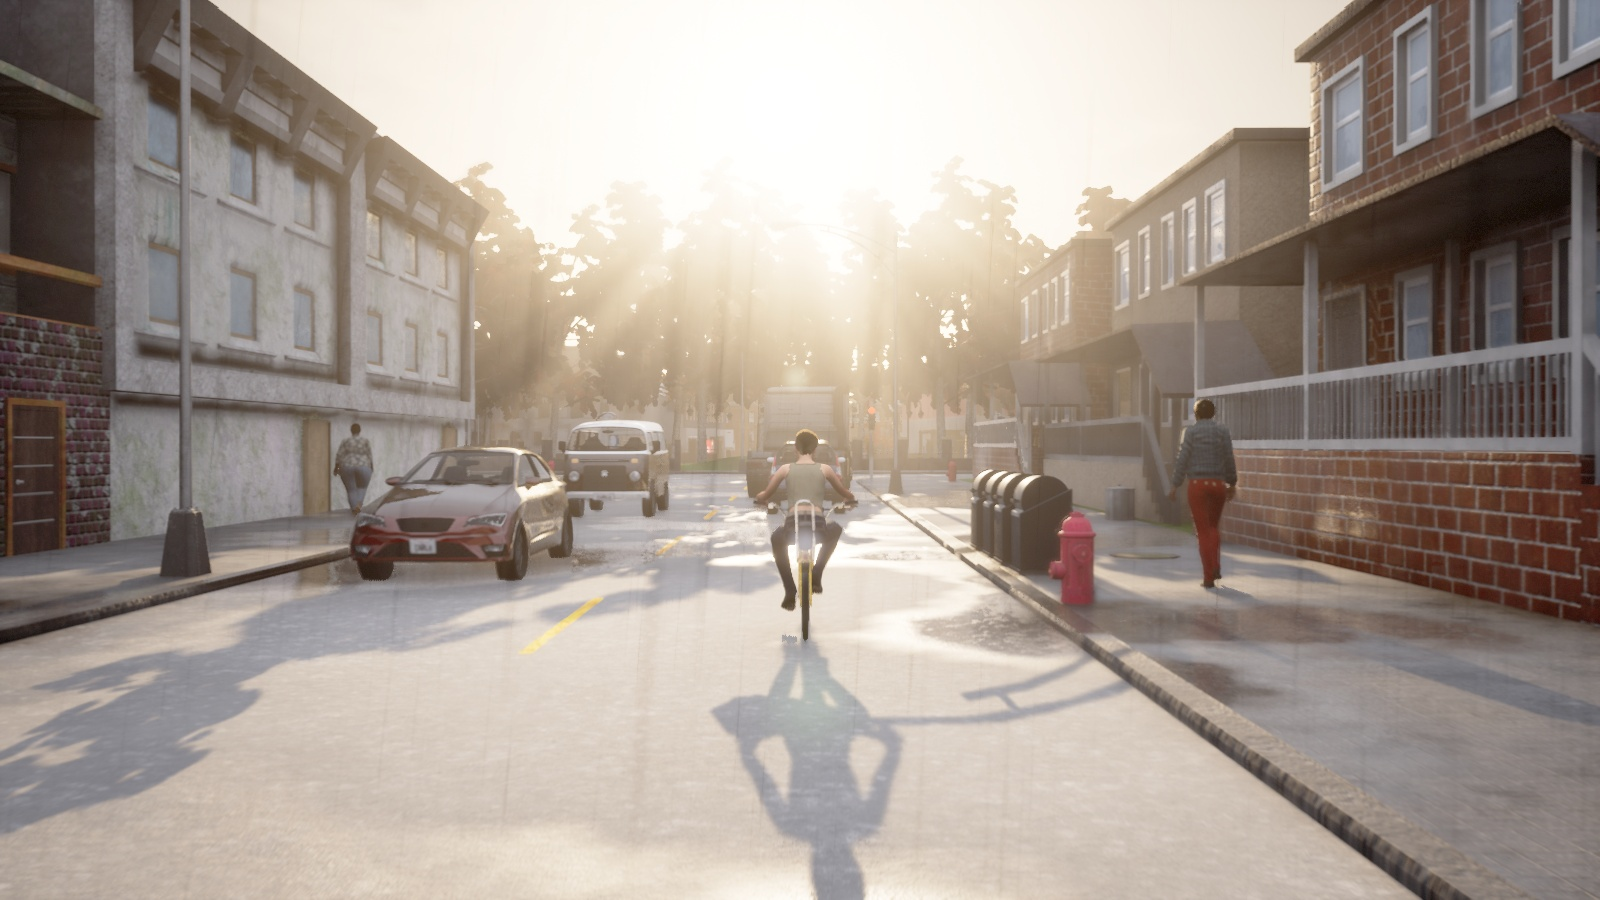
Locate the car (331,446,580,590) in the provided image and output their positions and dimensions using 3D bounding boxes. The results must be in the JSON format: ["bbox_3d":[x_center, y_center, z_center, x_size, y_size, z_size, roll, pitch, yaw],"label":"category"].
[{"bbox_3d":[-3.919,0.695,15.029,1.816,1.474,4.193,0,0,0],"label":"car"}]

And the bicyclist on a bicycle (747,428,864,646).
[{"bbox_3d":[0.047,0.642,10.052,0.866,1.612,1.509,0,0,1],"label":"bicyclist on a bicycle"}]

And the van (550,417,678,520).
[{"bbox_3d":[-3.867,0.356,26.922,2.069,2.038,4.480,0,0,0],"label":"van"}]

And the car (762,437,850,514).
[{"bbox_3d":[0.139,0.528,28.485,1.851,1.617,3.988,0,0,0],"label":"car"}]

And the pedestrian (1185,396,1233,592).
[{"bbox_3d":[3.952,0.410,12.142,0.353,1.847,0.614,0,0,10],"label":"pedestrian"}]

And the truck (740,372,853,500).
[{"bbox_3d":[0.079,-0.392,38.157,2.891,3.462,7.936,0,0,4],"label":"truck"}]

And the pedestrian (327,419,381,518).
[{"bbox_3d":[-8.587,0.350,24.225,0.874,1.855,0.900,0,0,-13],"label":"pedestrian"}]
